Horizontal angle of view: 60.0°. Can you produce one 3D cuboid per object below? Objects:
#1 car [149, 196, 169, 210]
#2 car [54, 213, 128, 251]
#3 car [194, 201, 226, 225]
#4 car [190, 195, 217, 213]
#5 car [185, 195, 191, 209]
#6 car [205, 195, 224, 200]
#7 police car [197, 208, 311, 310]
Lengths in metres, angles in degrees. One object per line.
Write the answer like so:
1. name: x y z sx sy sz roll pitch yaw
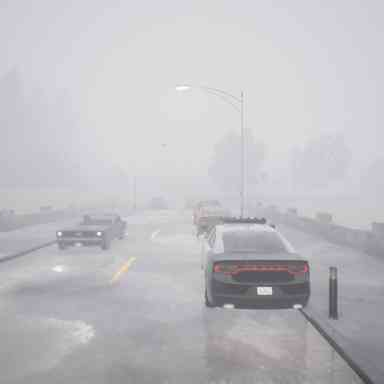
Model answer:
1. car: -4.098 1.351 41.704 2.097 1.767 4.553 0 0 0
2. car: -4.101 1.601 14.257 1.895 1.301 4.718 0 0 0
3. car: 1.199 1.478 17.959 1.882 1.535 5.008 0 0 0
4. car: 1.146 1.300 23.929 2.097 1.767 4.553 -3 0 0
5. car: 0.012 1.492 44.786 2.128 1.511 4.902 0 0 1
6. car: 6.310 1.456 93.406 5.357 1.415 2.033 0 0 -40
7. police car: 1.200 1.425 8.069 1.930 1.638 5.238 0 0 0
